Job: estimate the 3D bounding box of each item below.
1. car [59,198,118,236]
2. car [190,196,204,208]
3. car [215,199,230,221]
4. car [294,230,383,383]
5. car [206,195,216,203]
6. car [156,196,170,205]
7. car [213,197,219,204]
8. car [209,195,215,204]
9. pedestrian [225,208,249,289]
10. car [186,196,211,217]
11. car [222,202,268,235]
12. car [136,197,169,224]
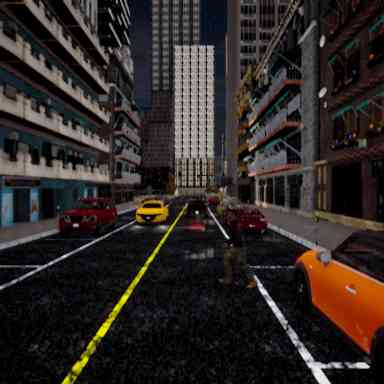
[{"bbox_3d":[-5.467,1.253,18.241,2.192,1.841,5.009,-1,0,1],"label":"car"},{"bbox_3d":[0.673,1.323,46.194,1.882,1.535,5.008,0,0,1],"label":"car"},{"bbox_3d":[2.987,1.469,23.644,2.008,1.369,4.403,-1,0,1],"label":"car"},{"bbox_3d":[3.062,1.333,4.844,2.097,1.767,4.553,0,0,1],"label":"car"},{"bbox_3d":[3.486,1.318,62.475,1.752,1.417,4.829,-1,0,1],"label":"car"},{"bbox_3d":[-4.967,1.356,56.904,1.887,1.381,4.507,-1,0,1],"label":"car"},{"bbox_3d":[3.060,1.425,29.337,1.752,1.417,4.829,-1,0,1],"label":"car"},{"bbox_3d":[3.342,1.373,51.259,1.887,1.381,4.507,-1,0,1],"label":"car"},{"bbox_3d":[1.026,1.267,7.669,0.375,1.860,0.375,-1,1,1],"label":"pedestrian"},{"bbox_3d":[0.468,1.404,30.139,1.837,1.490,4.892,0,1,1],"label":"car"},{"bbox_3d":[2.915,1.482,18.121,1.887,1.381,4.507,-1,0,1],"label":"car"},{"bbox_3d":[-2.792,1.395,24.031,1.882,1.535,5.008,0,0,1],"label":"car"}]
